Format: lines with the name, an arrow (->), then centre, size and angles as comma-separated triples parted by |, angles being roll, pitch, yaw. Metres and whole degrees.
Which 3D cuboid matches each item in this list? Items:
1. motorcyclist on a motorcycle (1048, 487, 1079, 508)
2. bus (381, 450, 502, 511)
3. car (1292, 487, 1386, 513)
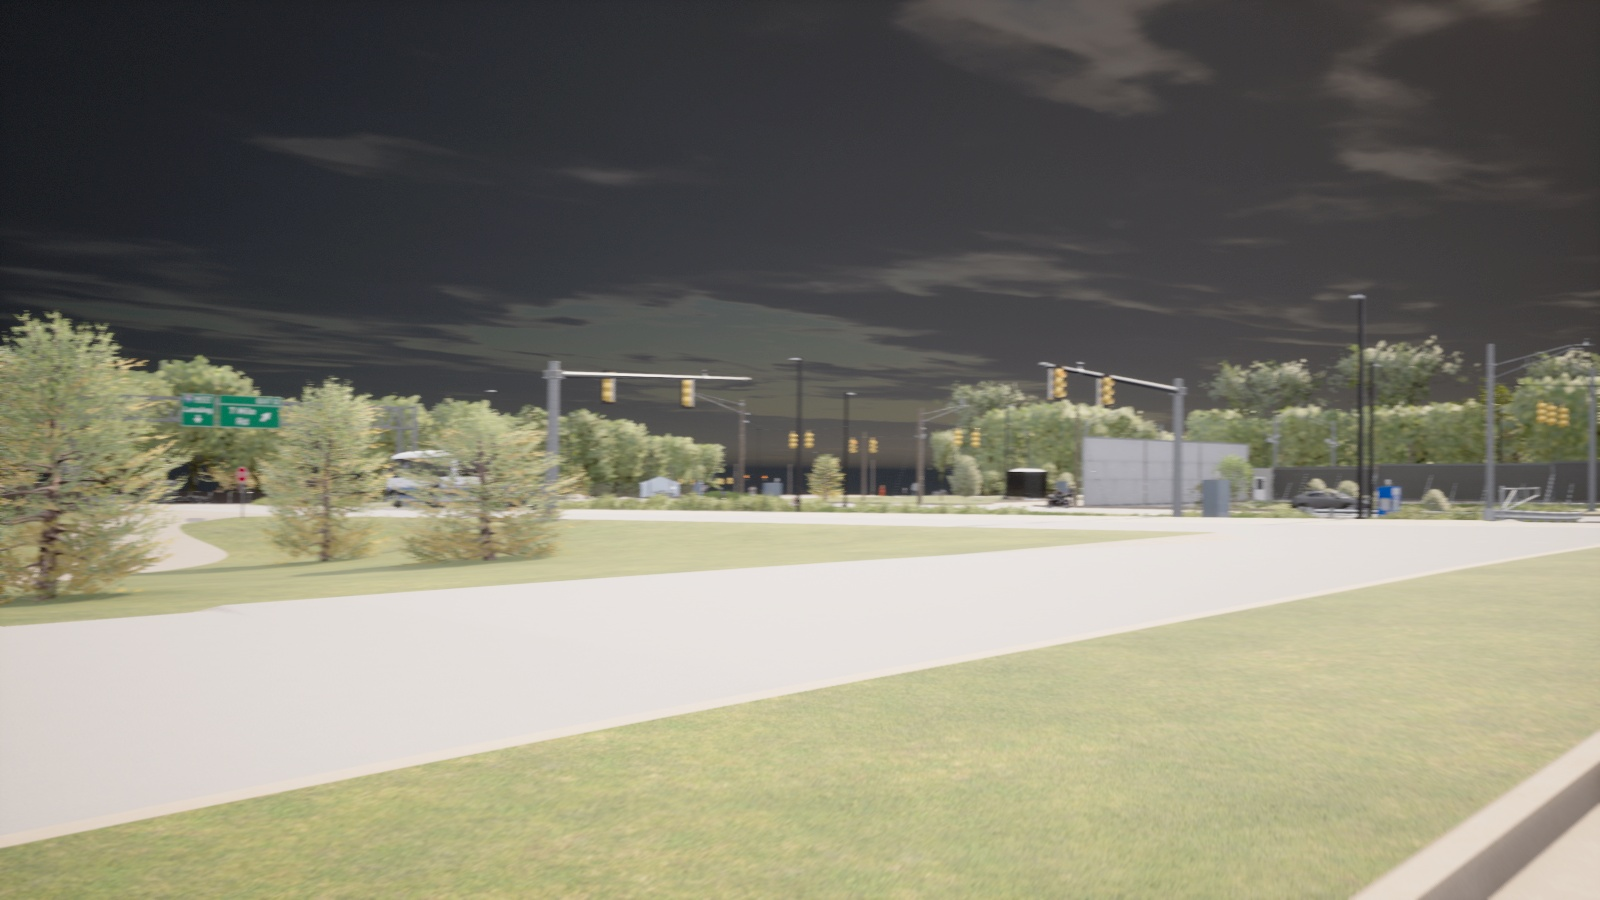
motorcyclist on a motorcycle -> 20.081, 3.627, 95.685 | 2.191, 1.530, 0.866 | -1, -2, 44
bus -> -26.469, 2.270, 92.437 | 10.273, 4.253, 3.944 | -2, -2, 44
car -> 33.347, 3.084, 77.808 | 4.902, 1.511, 2.128 | -2, -2, 44
